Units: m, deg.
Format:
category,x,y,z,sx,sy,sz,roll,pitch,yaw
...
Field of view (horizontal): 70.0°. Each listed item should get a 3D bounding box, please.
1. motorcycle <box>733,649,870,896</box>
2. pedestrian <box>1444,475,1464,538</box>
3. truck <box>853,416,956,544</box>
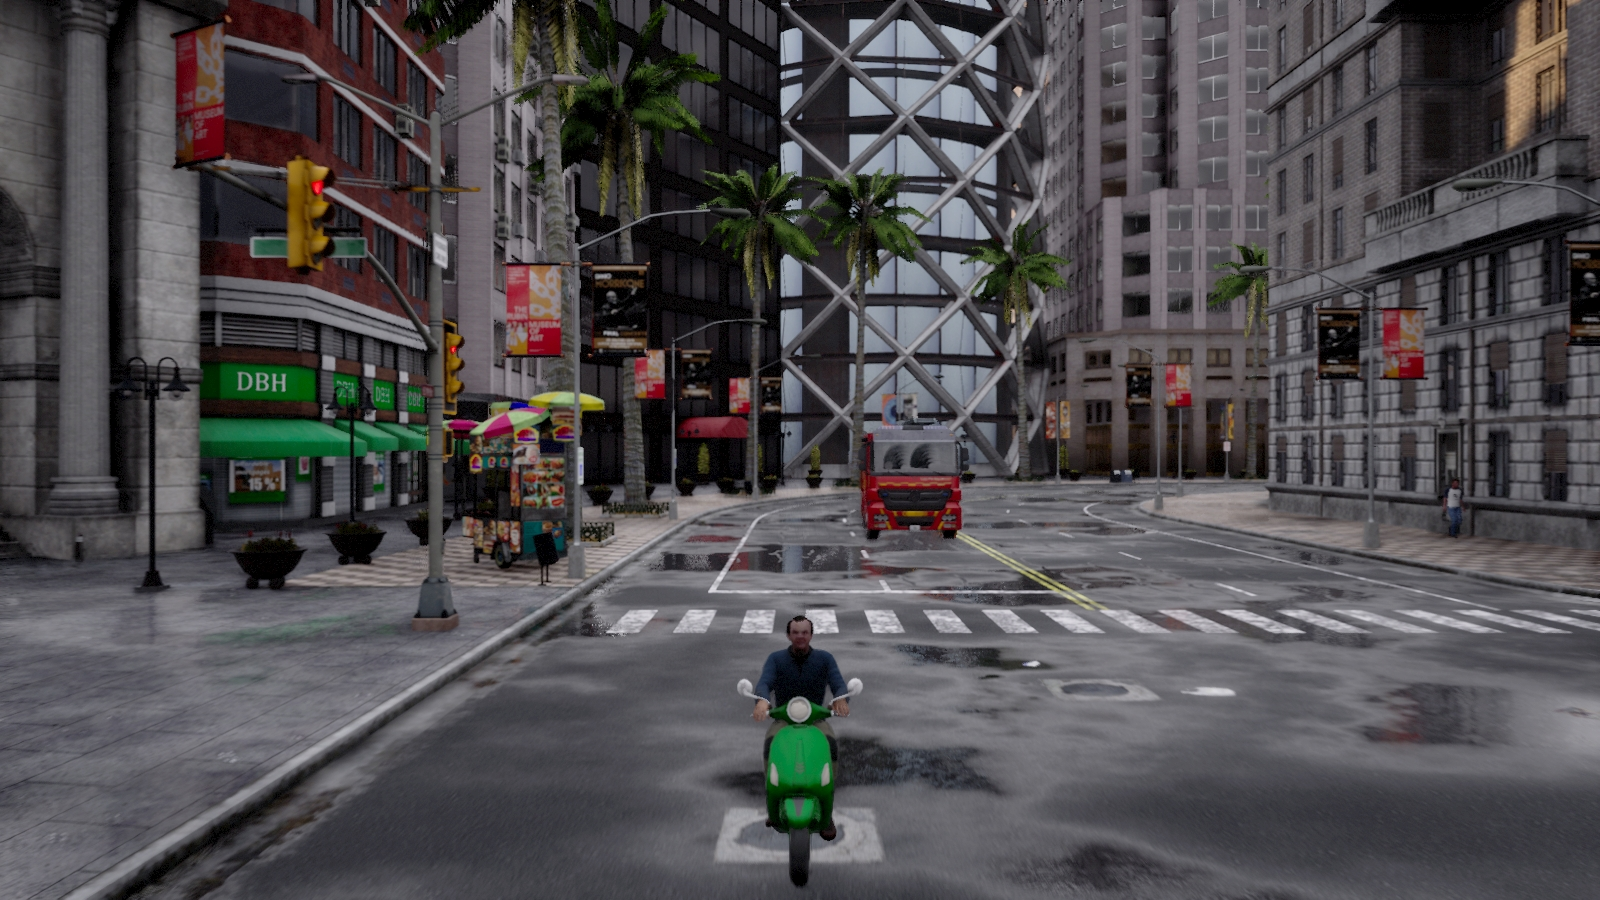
category,x,y,z,sx,sy,sz,roll,pitch,yaw
motorcycle,0.012,2.182,8.070,0.856,1.236,1.805,0,0,0
pedestrian,19.574,1.696,34.212,0.375,1.860,0.375,0,0,0
truck,3.322,0.890,38.438,2.891,3.827,8.468,0,0,1
